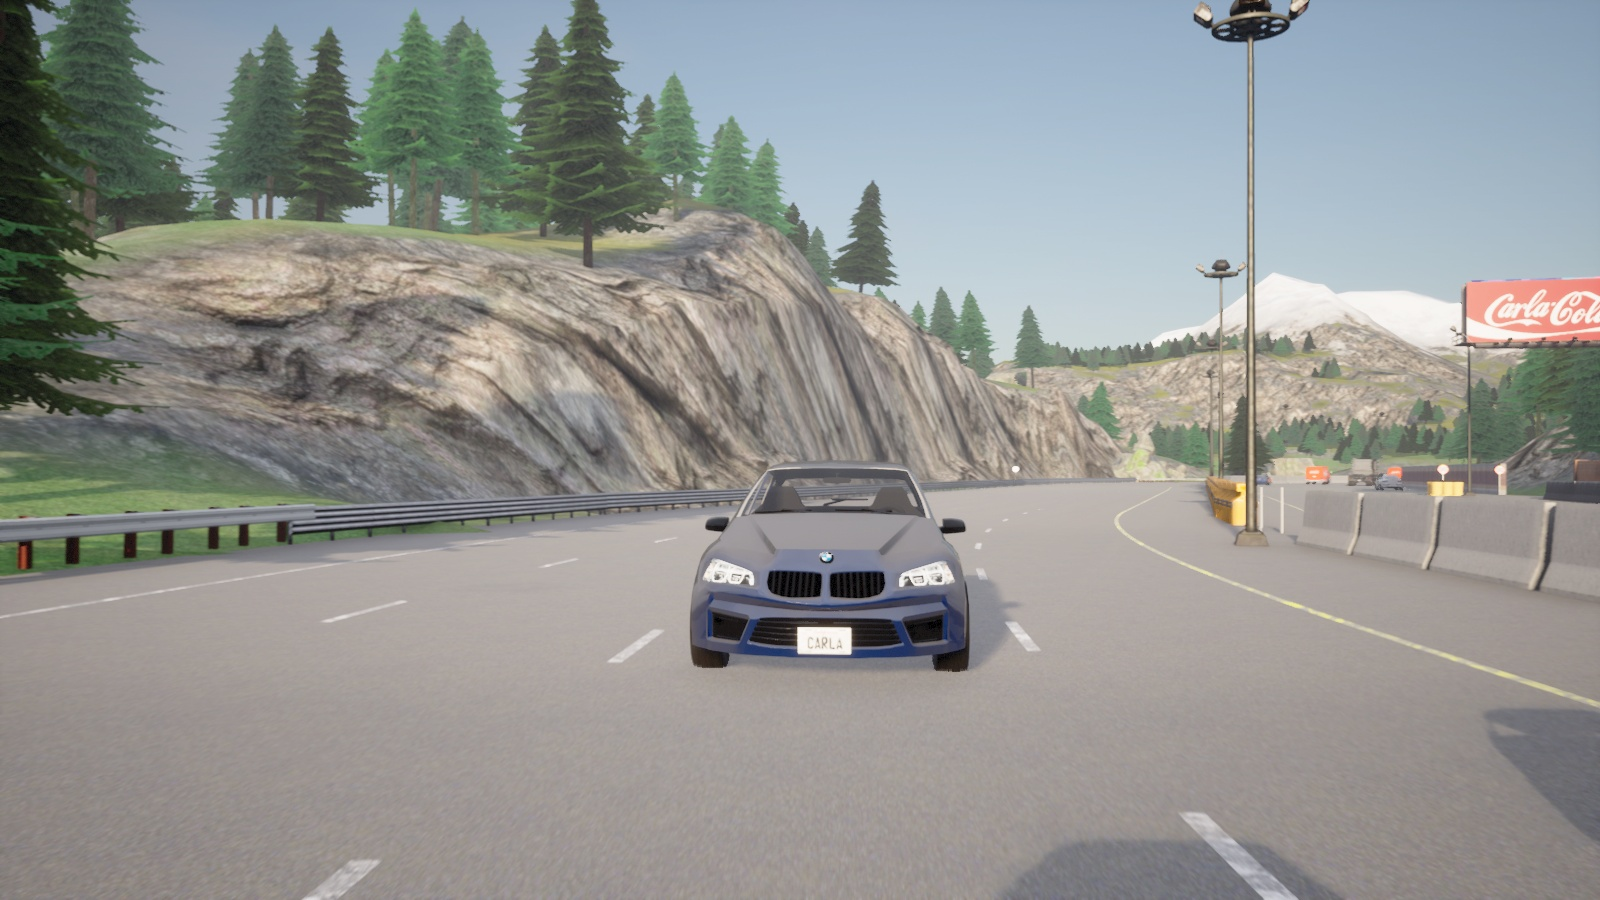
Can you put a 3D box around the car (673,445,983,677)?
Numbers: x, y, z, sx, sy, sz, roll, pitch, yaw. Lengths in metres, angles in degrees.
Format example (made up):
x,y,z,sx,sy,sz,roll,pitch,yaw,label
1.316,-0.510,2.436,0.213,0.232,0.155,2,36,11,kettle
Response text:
x,y,z,sx,sy,sz,roll,pitch,yaw,label
0.351,0.850,11.408,2.242,1.667,4.611,0,-1,4,car
